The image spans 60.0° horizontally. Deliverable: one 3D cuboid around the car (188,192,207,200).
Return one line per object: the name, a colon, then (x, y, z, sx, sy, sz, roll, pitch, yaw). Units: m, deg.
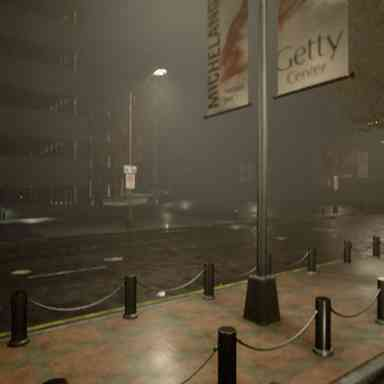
car: (1.394, 0.963, 84.155, 4.553, 1.767, 2.097, 0, 0, 26)

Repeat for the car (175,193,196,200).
car: (-2.039, 1.181, 78.058, 4.181, 1.385, 1.994, 0, 0, 30)

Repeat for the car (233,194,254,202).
car: (10.397, 1.176, 67.490, 1.882, 1.535, 5.008, 0, 0, -37)

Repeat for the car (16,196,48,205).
car: (-15.883, 1.147, 31.163, 4.674, 1.452, 2.002, 0, 0, -36)

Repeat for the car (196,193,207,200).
car: (0.571, 1.148, 80.643, 4.902, 1.511, 2.128, 0, 0, 30)
